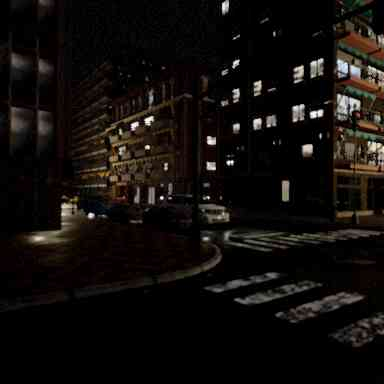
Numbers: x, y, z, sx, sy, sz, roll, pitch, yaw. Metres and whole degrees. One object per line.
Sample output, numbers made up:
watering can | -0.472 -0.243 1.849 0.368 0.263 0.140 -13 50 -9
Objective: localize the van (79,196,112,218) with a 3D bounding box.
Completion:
van | -8.153 1.272 29.128 1.690 1.788 3.998 0 0 -36

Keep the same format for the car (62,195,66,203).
car | -24.220 1.466 61.416 2.033 1.411 5.357 0 0 -35

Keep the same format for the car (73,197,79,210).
car | -11.878 1.532 38.780 1.895 1.301 4.718 0 0 -36

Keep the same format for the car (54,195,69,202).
car | -27.768 1.372 70.821 1.967 1.590 4.097 0 0 -36

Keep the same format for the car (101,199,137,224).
car | -4.751 1.465 24.388 1.752 1.417 4.829 1 0 -36

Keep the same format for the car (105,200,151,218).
car | -5.953 1.492 30.500 2.033 1.411 5.357 0 0 -36

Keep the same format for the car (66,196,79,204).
car | -21.262 1.459 61.758 1.752 1.417 4.829 0 0 -36

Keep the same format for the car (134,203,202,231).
car | -1.548 1.532 19.926 1.802 1.307 4.206 1 0 -36

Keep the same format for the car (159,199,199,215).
car | -1.445 1.499 34.152 1.752 1.417 4.829 0 0 -36

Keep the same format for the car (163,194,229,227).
car | 0.026 1.183 22.173 2.150 2.045 5.566 0 0 -36
